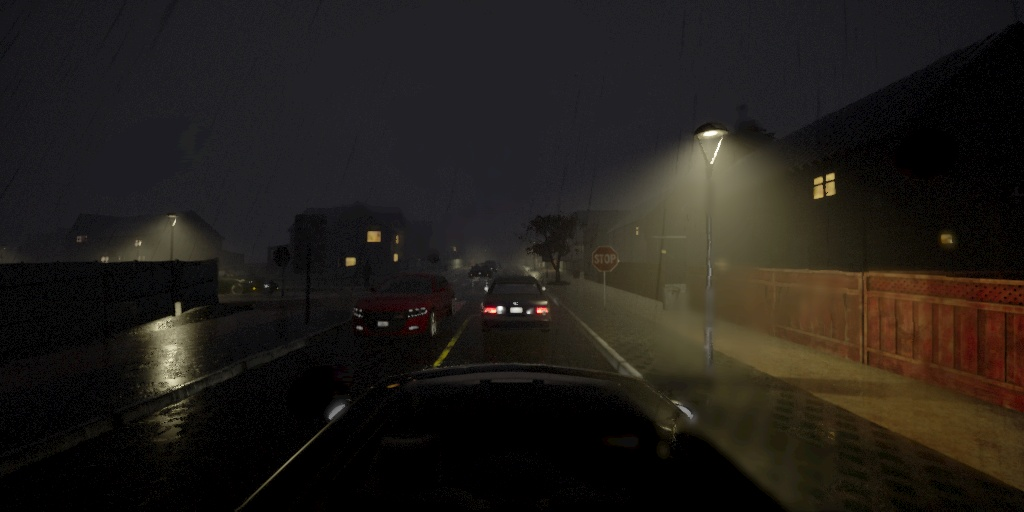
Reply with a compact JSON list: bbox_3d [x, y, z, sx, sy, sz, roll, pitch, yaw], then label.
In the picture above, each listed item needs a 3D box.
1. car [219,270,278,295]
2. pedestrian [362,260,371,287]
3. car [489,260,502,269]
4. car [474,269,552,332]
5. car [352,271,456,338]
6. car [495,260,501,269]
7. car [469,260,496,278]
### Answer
[{"bbox_3d":[-14.911,1.448,19.225,4.181,1.385,1.994,-1,-2,8],"label":"car"},{"bbox_3d":[-9.917,1.197,24.475,0.375,1.860,0.375,0,-2,5],"label":"pedestrian"},{"bbox_3d":[-2.825,1.374,61.595,1.882,1.535,5.008,0,-1,0],"label":"car"},{"bbox_3d":[0.097,1.298,10.810,2.033,1.411,5.357,0,0,0],"label":"car"},{"bbox_3d":[-2.860,1.235,10.438,1.882,1.535,5.008,0,0,0],"label":"car"},{"bbox_3d":[-2.845,1.336,46.902,1.837,1.490,4.892,0,0,0],"label":"car"},{"bbox_3d":[-2.862,1.353,33.565,1.994,1.385,4.181,0,0,-1],"label":"car"}]
